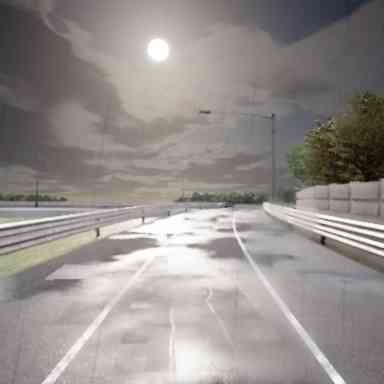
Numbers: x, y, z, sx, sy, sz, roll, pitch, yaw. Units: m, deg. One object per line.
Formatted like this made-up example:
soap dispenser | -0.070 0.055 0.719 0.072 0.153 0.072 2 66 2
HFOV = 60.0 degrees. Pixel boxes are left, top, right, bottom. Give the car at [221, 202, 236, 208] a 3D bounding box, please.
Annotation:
car | 9.946 3.600 91.112 4.553 1.767 2.097 3 -4 -42

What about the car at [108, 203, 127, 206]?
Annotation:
car | -16.653 2.934 74.803 4.181 1.385 1.994 1 -3 -24
